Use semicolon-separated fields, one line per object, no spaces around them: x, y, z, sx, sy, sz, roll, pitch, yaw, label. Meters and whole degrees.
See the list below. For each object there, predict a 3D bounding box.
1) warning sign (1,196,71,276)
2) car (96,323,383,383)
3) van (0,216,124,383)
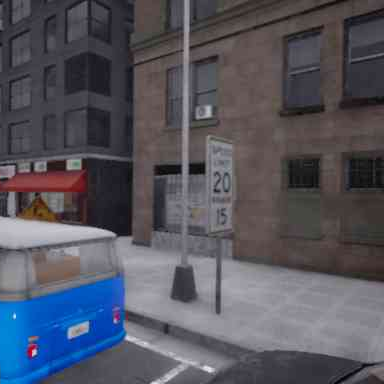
-4.033;1.050;8.653;1.060;1.860;1.300;1;0;36;warning sign
1.807;1.566;1.479;4.403;1.369;2.008;1;0;36;car
-2.764;1.301;4.850;3.998;1.788;1.690;1;0;36;van
